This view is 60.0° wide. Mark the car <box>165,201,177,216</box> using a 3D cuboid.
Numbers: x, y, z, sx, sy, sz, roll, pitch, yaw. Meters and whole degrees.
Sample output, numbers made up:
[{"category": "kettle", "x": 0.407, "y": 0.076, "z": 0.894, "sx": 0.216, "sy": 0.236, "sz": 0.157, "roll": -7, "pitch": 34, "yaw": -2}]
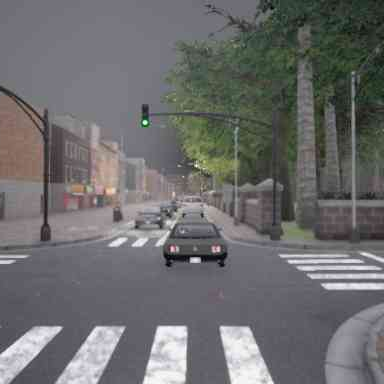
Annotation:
[{"category": "car", "x": -2.843, "y": 1.838, "z": 32.764, "sx": 1.895, "sy": 1.301, "sz": 4.718, "roll": 0, "pitch": 0, "yaw": 0}]

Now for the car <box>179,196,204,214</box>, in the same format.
[{"category": "car", "x": 0.099, "y": 1.472, "z": 34.715, "sx": 2.150, "sy": 2.045, "sz": 5.566, "roll": 0, "pitch": 0, "yaw": 0}]

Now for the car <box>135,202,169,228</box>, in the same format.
[{"category": "car", "x": -2.848, "y": 1.696, "z": 23.588, "sx": 1.812, "sy": 1.442, "sz": 4.674, "roll": 0, "pitch": 0, "yaw": 0}]

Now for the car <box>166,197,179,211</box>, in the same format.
[{"category": "car", "x": -2.807, "y": 1.788, "z": 42.877, "sx": 1.882, "sy": 1.535, "sz": 5.008, "roll": 0, "pitch": 0, "yaw": 1}]

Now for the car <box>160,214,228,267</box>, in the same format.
[{"category": "car", "x": 0.100, "y": 1.686, "z": 11.779, "sx": 1.895, "sy": 1.301, "sz": 4.718, "roll": 0, "pitch": 0, "yaw": 0}]

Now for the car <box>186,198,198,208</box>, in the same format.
[{"category": "car", "x": 0.048, "y": 1.925, "z": 58.425, "sx": 2.128, "sy": 1.511, "sz": 4.902, "roll": 0, "pitch": 0, "yaw": 0}]
